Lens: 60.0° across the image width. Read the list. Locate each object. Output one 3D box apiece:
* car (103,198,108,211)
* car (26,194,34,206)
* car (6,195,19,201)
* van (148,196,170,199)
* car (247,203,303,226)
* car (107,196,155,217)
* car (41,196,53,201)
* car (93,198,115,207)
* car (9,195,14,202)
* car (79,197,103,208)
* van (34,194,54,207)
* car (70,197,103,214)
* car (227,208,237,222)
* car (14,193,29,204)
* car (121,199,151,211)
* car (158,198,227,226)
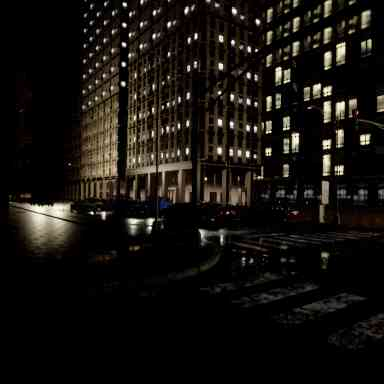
[{"bbox_3d":[-11.764,1.468,38.821,2.033,1.411,5.357,1,-1,-35],"label":"car"},{"bbox_3d":[-23.846,1.432,51.390,1.802,1.307,4.206,1,-1,-35],"label":"car"},{"bbox_3d":[-40.159,1.378,74.445,2.008,1.369,4.403,1,-1,-35],"label":"car"},{"bbox_3d":[-3.951,1.382,37.789,1.690,1.788,3.998,1,-1,-35],"label":"van"},{"bbox_3d":[5.836,1.505,23.955,1.967,1.590,4.097,1,-1,-35],"label":"car"},{"bbox_3d":[-5.618,1.412,30.116,1.882,1.535,5.008,1,-1,-35],"label":"car"},{"bbox_3d":[-36.584,1.571,83.895,1.802,1.307,4.206,1,-1,-35],"label":"car"},{"bbox_3d":[-13.744,1.587,51.619,1.947,1.339,4.313,1,-1,-35],"label":"car"},{"bbox_3d":[-36.897,1.397,69.834,1.947,1.339,4.313,1,-1,-35],"label":"car"},{"bbox_3d":[-14.778,1.477,48.524,1.837,1.490,4.892,1,0,-35],"label":"car"},{"bbox_3d":[-20.579,1.197,46.782,1.690,1.788,3.998,1,-1,-35],"label":"van"},{"bbox_3d":[-10.795,1.427,32.947,2.008,1.369,4.403,1,-1,-35],"label":"car"},{"bbox_3d":[1.165,1.553,25.881,2.033,1.411,5.357,1,-1,-34],"label":"car"},{"bbox_3d":[-30.368,1.155,60.615,2.192,1.841,5.009,1,-1,-35],"label":"car"},{"bbox_3d":[-7.218,1.584,42.397,2.008,1.369,4.403,1,-1,-35],"label":"car"},{"bbox_3d":[-0.170,1.425,22.413,1.882,1.535,5.008,1,-1,-36],"label":"car"}]
